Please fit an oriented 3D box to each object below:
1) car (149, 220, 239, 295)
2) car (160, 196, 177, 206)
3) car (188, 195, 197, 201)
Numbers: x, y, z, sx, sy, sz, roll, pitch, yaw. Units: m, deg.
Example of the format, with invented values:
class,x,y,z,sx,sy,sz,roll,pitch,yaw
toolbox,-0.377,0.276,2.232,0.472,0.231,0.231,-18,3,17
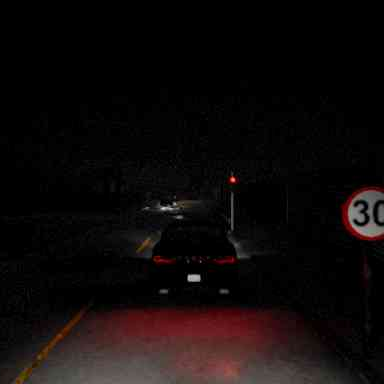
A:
class,x,y,z,sx,sy,sz,roll,pitch,yaw
car,0.062,1.470,8.743,1.882,1.535,5.008,0,0,1
car,-4.016,1.443,53.240,2.128,1.511,4.902,0,0,0
car,0.087,1.275,71.519,1.812,1.442,4.674,0,0,0
